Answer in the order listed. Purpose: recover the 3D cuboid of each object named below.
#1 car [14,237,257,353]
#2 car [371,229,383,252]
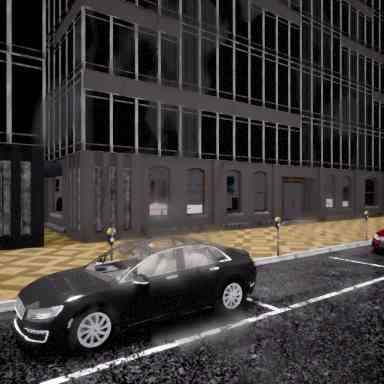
[{"bbox_3d":[-0.737,1.551,6.035,4.403,1.369,2.008,0,0,-36],"label":"car"},{"bbox_3d":[8.529,1.582,12.649,4.206,1.307,1.802,0,0,-36],"label":"car"}]
